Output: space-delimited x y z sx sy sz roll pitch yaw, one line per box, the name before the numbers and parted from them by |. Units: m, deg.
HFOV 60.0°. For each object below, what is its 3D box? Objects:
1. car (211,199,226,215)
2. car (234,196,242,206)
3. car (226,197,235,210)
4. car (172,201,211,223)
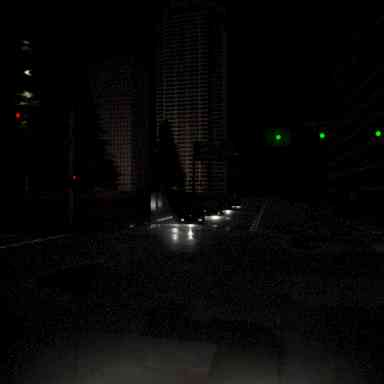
car | 2.229 1.714 37.526 1.882 1.535 5.008 0 0 13
car | 8.466 1.939 63.740 2.033 1.411 5.357 0 0 13
car | 4.667 1.804 47.905 1.837 1.490 4.892 0 -1 13
car | -0.098 1.725 27.607 2.033 1.411 5.357 0 0 13
